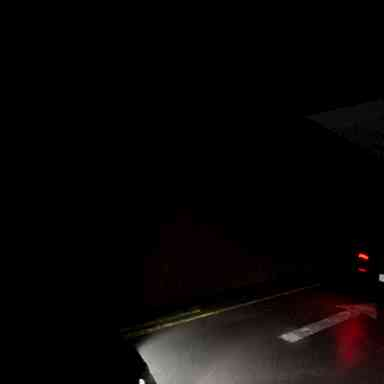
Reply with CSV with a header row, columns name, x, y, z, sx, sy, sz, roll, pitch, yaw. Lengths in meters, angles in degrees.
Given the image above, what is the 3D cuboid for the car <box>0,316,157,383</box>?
name,x,y,z,sx,sy,sz,roll,pitch,yaw
car,-2.278,1.563,2.221,4.181,1.385,1.994,0,0,-35

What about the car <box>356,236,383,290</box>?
name,x,y,z,sx,sy,sz,roll,pitch,yaw
car,5.678,1.526,7.819,4.674,1.442,1.812,0,0,-35
